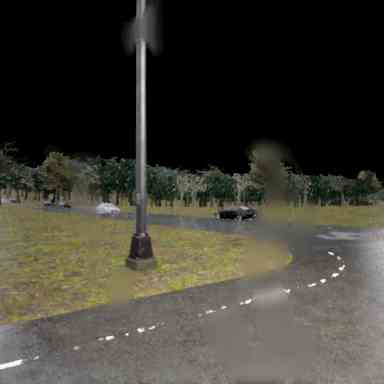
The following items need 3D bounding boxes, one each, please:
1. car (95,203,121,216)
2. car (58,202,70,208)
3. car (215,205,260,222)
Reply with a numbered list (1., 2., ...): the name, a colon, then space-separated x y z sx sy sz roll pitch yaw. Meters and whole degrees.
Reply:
1. car: -10.087 2.059 39.519 1.812 1.442 4.674 3 -3 -36
2. car: -31.205 3.134 81.014 1.837 1.490 4.892 3 -2 -36
3. car: 4.202 1.983 31.582 1.882 1.535 5.008 3 -3 -36
